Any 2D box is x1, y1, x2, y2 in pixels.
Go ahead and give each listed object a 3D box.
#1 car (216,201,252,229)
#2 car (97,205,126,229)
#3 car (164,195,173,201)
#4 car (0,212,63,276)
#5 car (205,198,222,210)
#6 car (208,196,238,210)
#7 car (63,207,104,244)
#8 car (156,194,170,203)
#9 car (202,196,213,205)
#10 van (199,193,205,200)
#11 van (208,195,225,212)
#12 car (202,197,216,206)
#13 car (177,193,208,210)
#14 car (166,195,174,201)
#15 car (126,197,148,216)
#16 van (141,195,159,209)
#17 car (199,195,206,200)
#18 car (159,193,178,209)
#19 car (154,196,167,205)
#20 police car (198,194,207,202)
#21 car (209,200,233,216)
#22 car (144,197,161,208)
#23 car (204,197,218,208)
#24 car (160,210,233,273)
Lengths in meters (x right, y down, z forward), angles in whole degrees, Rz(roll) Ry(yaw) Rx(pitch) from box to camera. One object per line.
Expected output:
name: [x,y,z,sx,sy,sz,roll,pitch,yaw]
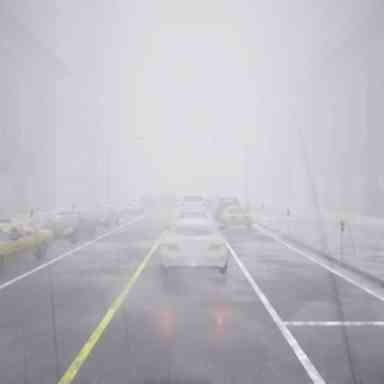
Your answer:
car: [2.766,1.509,21.509,1.752,1.417,4.829,0,0,0]
car: [-5.759,1.566,21.328,1.802,1.307,4.206,0,0,0]
car: [-5.747,1.536,83.135,1.947,1.339,4.313,0,0,0]
car: [-5.762,1.516,9.921,1.752,1.417,4.829,0,0,0]
car: [2.770,1.519,43.813,1.887,1.381,4.507,0,0,0]
car: [2.767,1.297,26.958,2.192,1.841,5.009,0,0,0]
car: [-5.760,1.568,15.710,1.802,1.307,4.206,0,0,0]
car: [-5.750,1.283,66.278,2.192,1.841,5.009,0,0,0]
car: [2.774,1.495,60.838,1.752,1.417,4.829,0,0,0]
van: [2.780,1.315,94.378,1.690,1.788,3.998,0,0,0]
van: [2.769,1.318,38.195,1.690,1.788,3.998,0,0,0]
car: [2.773,1.521,55.044,2.008,1.369,4.403,0,0,0]
car: [0.091,1.201,29.791,2.150,2.045,5.566,0,0,0]
car: [-5.746,1.497,88.584,1.752,1.417,4.829,0,0,0]
car: [-5.757,1.505,32.396,1.752,1.417,4.829,0,0,0]
van: [-5.755,1.315,43.804,1.690,1.788,3.998,0,0,0]
car: [2.779,1.517,88.760,1.887,1.381,4.507,0,0,0]
car: [-3.085,1.195,44.293,2.150,2.045,5.566,0,0,0]
car: [-5.751,1.520,60.660,2.008,1.369,4.403,0,0,0]
police car: [2.381,1.394,76.069,1.930,1.638,5.238,0,0,0]
car: [2.768,1.530,32.576,2.008,1.369,4.403,0,0,0]
car: [-5.753,1.523,49.422,2.008,1.369,4.403,0,0,0]
car: [2.772,1.517,49.432,1.887,1.381,4.507,0,0,0]
car: [0.071,1.515,10.492,1.812,1.442,4.674,0,0,1]
